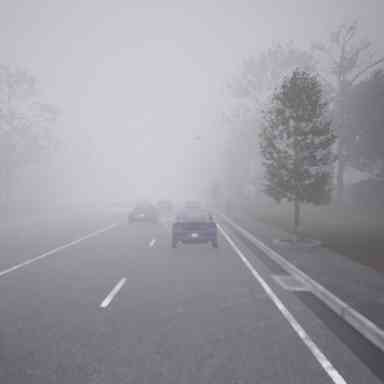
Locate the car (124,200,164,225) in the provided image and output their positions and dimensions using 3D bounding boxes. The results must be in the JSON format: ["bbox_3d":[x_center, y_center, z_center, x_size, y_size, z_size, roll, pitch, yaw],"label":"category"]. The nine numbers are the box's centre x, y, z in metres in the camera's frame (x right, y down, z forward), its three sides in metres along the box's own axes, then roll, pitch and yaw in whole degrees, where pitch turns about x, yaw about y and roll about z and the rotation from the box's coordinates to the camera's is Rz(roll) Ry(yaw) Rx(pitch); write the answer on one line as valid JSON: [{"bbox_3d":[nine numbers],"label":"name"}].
[{"bbox_3d":[-3.401,1.564,24.407,1.994,1.385,4.181,0,0,0],"label":"car"}]

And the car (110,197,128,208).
[{"bbox_3d":[-10.563,1.479,48.509,1.882,1.535,5.008,0,0,0],"label":"car"}]

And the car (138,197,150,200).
[{"bbox_3d":[-7.064,1.505,48.720,1.837,1.490,4.892,0,0,0],"label":"car"}]

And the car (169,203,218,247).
[{"bbox_3d":[0.099,1.478,15.021,1.882,1.535,5.008,0,0,0],"label":"car"}]

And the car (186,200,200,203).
[{"bbox_3d":[0.096,1.548,33.341,2.033,1.411,5.357,0,0,0],"label":"car"}]

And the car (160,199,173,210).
[{"bbox_3d":[-3.411,1.565,41.190,1.994,1.385,4.181,0,0,0],"label":"car"}]
